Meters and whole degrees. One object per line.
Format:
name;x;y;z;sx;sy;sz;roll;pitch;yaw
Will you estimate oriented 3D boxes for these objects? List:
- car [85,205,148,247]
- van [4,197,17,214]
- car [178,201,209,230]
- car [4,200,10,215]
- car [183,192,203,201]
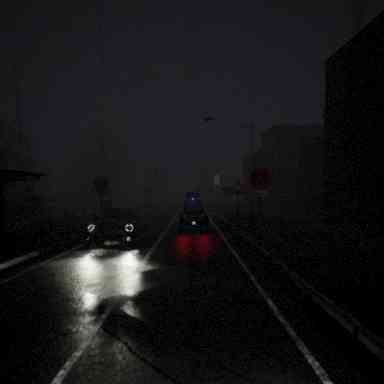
car;-3.344;1.464;15.466;2.097;1.767;4.553;0;0;0
van;-21.996;1.582;37.317;4.442;1.987;1.878;0;-1;0
car;0.107;1.622;22.060;2.128;1.511;4.902;0;0;0
car;-22.140;1.812;34.541;4.792;1.488;2.163;0;-1;0
car;0.103;1.164;40.526;2.150;2.045;5.566;0;-6;1
